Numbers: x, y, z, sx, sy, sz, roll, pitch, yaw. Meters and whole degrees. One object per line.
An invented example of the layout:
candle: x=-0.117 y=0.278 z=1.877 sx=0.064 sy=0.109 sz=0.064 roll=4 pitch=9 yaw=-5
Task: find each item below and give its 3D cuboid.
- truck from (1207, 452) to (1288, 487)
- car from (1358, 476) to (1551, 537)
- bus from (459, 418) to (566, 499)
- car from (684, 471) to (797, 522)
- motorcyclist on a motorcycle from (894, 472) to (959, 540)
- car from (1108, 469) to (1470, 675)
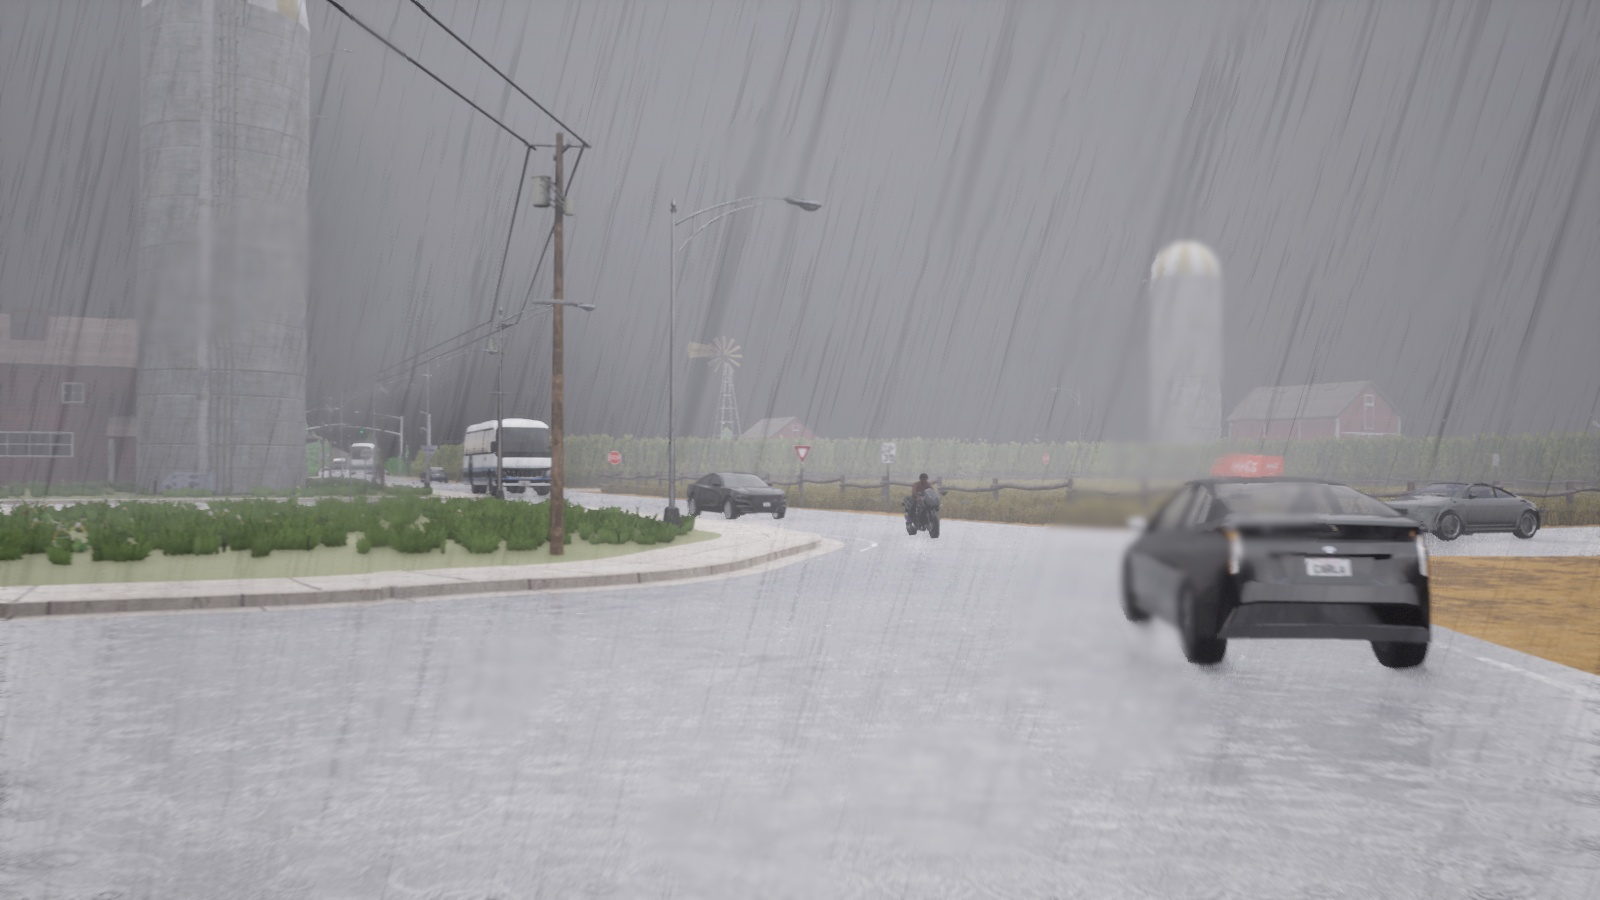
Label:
truck: x=32.473 y=1.378 z=91.243 sx=2.627 sy=2.467 sz=5.204 roll=0 pitch=-1 yaw=-25
car: x=16.183 y=1.351 z=31.063 sx=4.181 sy=1.385 sz=1.994 roll=0 pitch=-1 yaw=-22
bus: x=-16.633 y=0.567 z=71.923 sx=3.944 sy=4.253 sz=10.273 roll=0 pitch=-1 yaw=-25
car: x=-2.035 y=1.460 z=41.064 sx=1.882 sy=1.535 sz=5.008 roll=0 pitch=-1 yaw=-26
motorcyclist on a motorcycle: x=2.942 y=1.278 z=29.421 sx=0.797 sy=1.523 sz=2.044 roll=-1 pitch=-1 yaw=-15
car: x=4.204 y=0.943 z=11.664 sx=2.007 sy=1.525 sz=4.514 roll=0 pitch=-1 yaw=6
